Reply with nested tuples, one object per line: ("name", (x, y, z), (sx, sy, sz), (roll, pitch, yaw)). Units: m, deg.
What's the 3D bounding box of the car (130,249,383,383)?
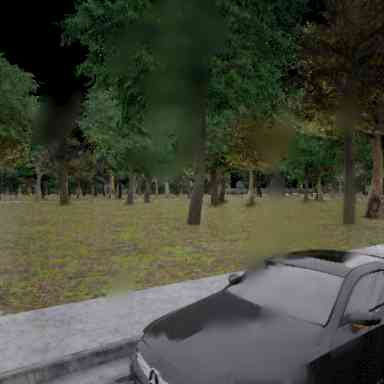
("car", (1.545, 1.526, 4.174), (4.674, 1.442, 1.812), (0, 0, -36))
